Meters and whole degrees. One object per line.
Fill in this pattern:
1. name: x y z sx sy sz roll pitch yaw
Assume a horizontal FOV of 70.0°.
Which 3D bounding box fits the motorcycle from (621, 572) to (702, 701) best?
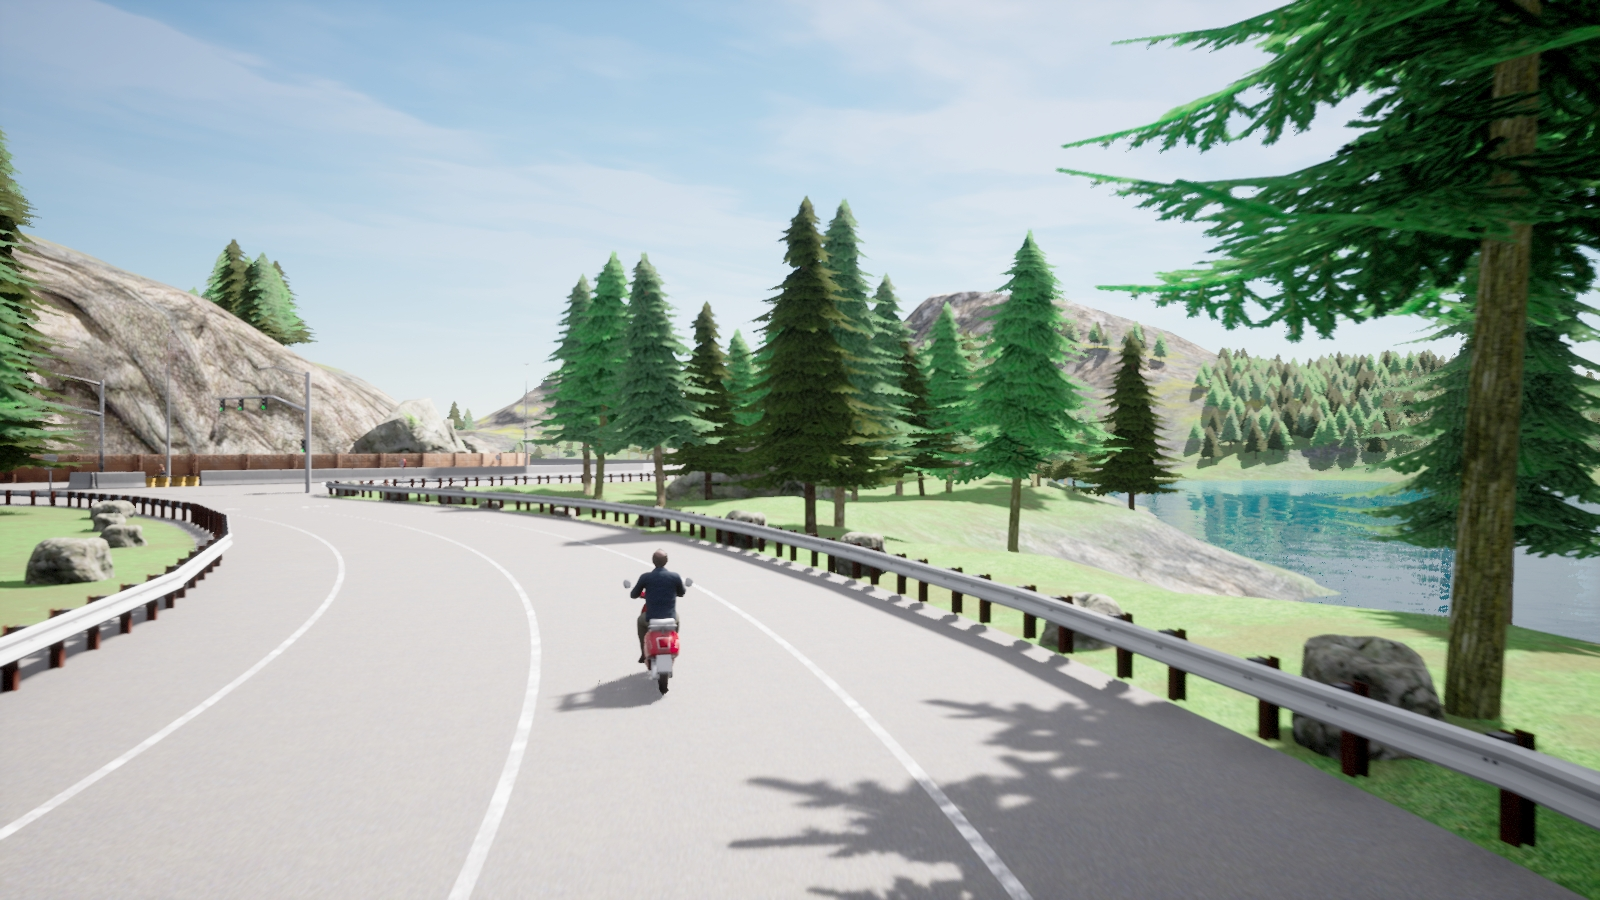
1. motorcycle: -1.694 2.182 13.733 0.856 1.236 1.805 0 0 -11
